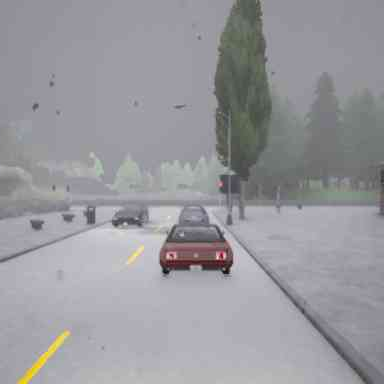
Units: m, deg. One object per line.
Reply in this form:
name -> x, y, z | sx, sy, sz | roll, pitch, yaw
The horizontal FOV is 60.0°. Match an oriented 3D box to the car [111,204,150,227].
car -> -3.992, 1.516, 22.588 | 2.033, 1.411, 5.357 | 0, 0, 0

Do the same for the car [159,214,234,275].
car -> 0.104, 1.586, 10.382 | 1.895, 1.301, 4.718 | 0, 0, 0

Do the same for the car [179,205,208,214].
car -> 0.109, 1.532, 22.319 | 1.994, 1.385, 4.181 | 0, 0, 0
